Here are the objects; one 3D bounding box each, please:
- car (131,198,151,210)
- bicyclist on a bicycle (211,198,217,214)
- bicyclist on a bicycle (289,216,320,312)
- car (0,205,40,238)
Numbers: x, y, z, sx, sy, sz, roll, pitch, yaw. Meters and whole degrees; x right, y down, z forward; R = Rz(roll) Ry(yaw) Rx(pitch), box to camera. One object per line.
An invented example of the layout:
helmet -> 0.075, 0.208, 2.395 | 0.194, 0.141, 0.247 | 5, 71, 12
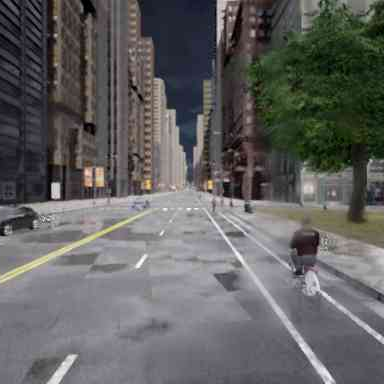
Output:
car -> -6.497, 1.521, 42.815 | 1.812, 1.442, 4.674 | 0, 0, 0
bicyclist on a bicycle -> 2.254, 1.407, 33.964 | 0.582, 1.620, 1.656 | 0, 0, 0
bicyclist on a bicycle -> 2.241, 1.354, 6.776 | 0.659, 1.776, 1.843 | 0, 0, 0
car -> -9.849, 1.471, 17.681 | 1.837, 1.490, 4.892 | 0, 0, 0
